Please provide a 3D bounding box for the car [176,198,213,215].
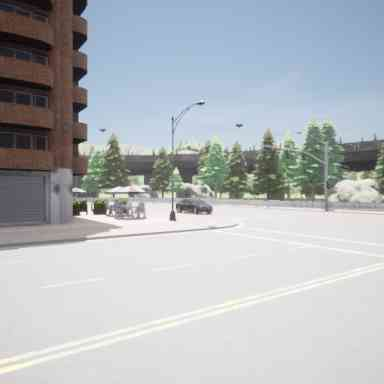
[{"bbox_3d":[0.171,1.444,33.945,1.837,1.490,4.892,0,0,-36],"label":"car"}]
